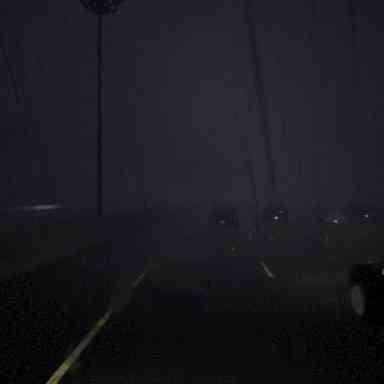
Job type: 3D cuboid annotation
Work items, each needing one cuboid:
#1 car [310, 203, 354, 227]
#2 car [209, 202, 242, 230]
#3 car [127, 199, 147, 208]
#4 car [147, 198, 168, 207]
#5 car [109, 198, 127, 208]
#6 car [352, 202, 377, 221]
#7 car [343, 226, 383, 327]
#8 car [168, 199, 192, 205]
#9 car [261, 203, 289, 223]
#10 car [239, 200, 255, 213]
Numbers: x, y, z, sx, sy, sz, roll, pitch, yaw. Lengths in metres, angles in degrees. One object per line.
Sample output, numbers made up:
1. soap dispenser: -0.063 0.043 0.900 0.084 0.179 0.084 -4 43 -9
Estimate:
1. car: 9.531 1.635 23.328 1.812 1.442 4.674 0 0 10
2. car: 2.188 1.627 22.042 1.812 1.442 4.674 0 0 9
3. car: -7.946 1.768 52.570 1.812 1.442 4.674 0 0 20
4. car: -4.623 1.758 51.470 1.837 1.490 4.892 0 -1 20
5. car: -11.410 1.734 53.268 2.128 1.511 4.902 0 0 20
6. car: 14.206 1.639 28.428 1.837 1.490 4.892 0 0 13
7. car: 3.798 1.498 4.245 1.882 1.535 5.008 0 0 2
8. car: -1.400 1.757 50.087 1.812 1.442 4.674 0 0 20
9. car: 6.611 1.628 26.506 1.837 1.490 4.892 0 0 12
10. car: 6.433 1.675 39.750 2.128 1.511 4.902 0 0 17
